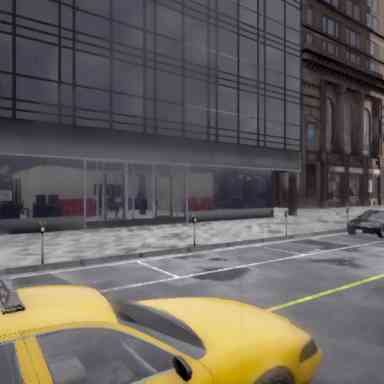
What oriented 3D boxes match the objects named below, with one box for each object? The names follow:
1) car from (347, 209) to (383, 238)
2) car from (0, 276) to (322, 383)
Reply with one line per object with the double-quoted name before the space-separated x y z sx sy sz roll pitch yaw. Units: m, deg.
"car" 9.998 1.567 17.645 4.313 1.339 1.947 0 0 -36
"car" -1.116 1.455 2.638 5.366 1.575 1.801 0 0 -35
